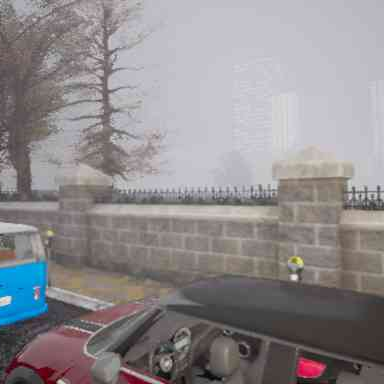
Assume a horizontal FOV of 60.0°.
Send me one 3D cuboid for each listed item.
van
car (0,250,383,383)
[{"bbox_3d":[-4.294,1.384,5.942,3.998,1.788,1.690,0,-1,35],"label":"van"},{"bbox_3d":[0.234,1.449,2.714,4.097,1.590,1.967,0,-1,35],"label":"car"}]
